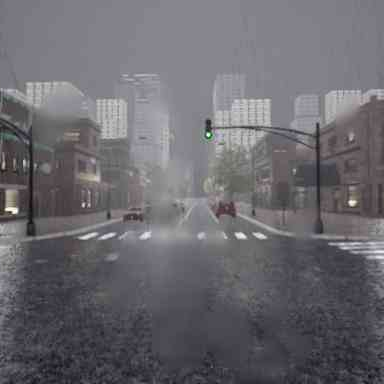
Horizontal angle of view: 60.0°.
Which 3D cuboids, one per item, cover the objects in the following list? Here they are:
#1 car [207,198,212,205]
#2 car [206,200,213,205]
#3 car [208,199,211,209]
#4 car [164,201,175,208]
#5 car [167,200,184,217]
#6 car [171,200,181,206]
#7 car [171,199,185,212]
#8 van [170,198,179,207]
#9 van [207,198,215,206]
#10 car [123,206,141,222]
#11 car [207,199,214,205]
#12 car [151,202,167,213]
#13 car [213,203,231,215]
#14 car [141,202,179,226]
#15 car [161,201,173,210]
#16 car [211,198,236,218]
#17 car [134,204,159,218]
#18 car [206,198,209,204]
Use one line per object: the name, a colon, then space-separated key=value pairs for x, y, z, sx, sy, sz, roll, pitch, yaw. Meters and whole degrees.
car: x=4.049 y=2.269 z=57.752 sx=2.008 sy=1.369 sz=4.403 roll=0 pitch=-1 yaw=1
car: x=4.802 y=2.757 z=90.891 sx=1.802 sy=1.307 sz=4.206 roll=0 pitch=-1 yaw=1
car: x=3.924 y=2.211 z=52.229 sx=1.947 sy=1.339 sz=4.313 roll=0 pitch=-1 yaw=1
car: x=-4.203 y=2.410 z=63.464 sx=1.802 sy=1.307 sz=4.206 roll=0 pitch=-1 yaw=1
car: x=-2.210 y=1.975 z=36.961 sx=1.837 sy=1.490 sz=4.892 roll=0 pitch=-1 yaw=1
car: x=-3.827 y=2.606 z=80.035 sx=2.008 sy=1.369 sz=4.403 roll=0 pitch=-1 yaw=1
car: x=-1.967 y=2.096 z=47.344 sx=2.128 sy=1.511 sz=4.902 roll=0 pitch=-1 yaw=1
van: x=-3.953 y=2.320 z=74.514 sx=1.690 sy=1.788 sz=3.998 roll=0 pitch=-1 yaw=1
van: x=4.550 y=2.361 z=79.848 sx=1.690 sy=1.788 sz=3.998 roll=0 pitch=-1 yaw=1
car: x=-5.043 y=1.941 z=30.330 sx=1.887 sy=1.381 sz=4.507 roll=0 pitch=-1 yaw=1
car: x=4.680 y=2.625 z=85.539 sx=1.752 sy=1.417 sz=4.829 roll=0 pitch=-1 yaw=1
car: x=-4.583 y=2.132 z=46.725 sx=1.752 sy=1.417 sz=4.829 roll=0 pitch=-1 yaw=1
car: x=3.673 y=2.067 z=41.181 sx=1.947 sy=1.339 sz=4.313 roll=0 pitch=-1 yaw=1
car: x=-2.445 y=1.832 z=26.789 sx=2.128 sy=1.511 sz=4.902 roll=0 pitch=-1 yaw=1
car: x=-4.329 y=2.336 z=57.941 sx=1.802 sy=1.307 sz=4.206 roll=0 pitch=-1 yaw=1
car: x=3.547 y=1.745 z=35.661 sx=2.192 sy=1.841 sz=5.009 roll=0 pitch=-1 yaw=1
car: x=-4.830 y=2.032 z=35.847 sx=1.947 sy=1.339 sz=4.313 roll=0 pitch=-1 yaw=1
car: x=4.300 y=2.449 z=68.797 sx=1.802 sy=1.307 sz=4.206 roll=0 pitch=-1 yaw=1
